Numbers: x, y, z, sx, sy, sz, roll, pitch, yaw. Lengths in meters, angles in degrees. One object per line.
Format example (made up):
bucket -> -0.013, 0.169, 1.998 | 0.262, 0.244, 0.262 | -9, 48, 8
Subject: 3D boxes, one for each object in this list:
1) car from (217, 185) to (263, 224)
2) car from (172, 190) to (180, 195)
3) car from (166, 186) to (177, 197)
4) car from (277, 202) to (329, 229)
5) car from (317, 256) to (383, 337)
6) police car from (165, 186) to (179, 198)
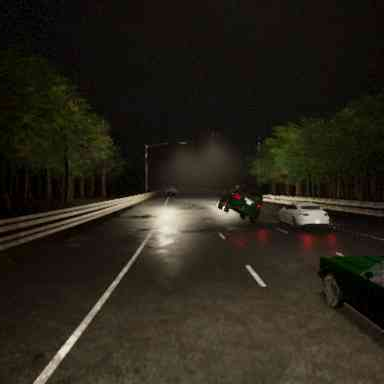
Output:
car -> 3.324, 0.741, 23.093 | 2.150, 2.045, 5.566 | 25, -1, -2
car -> -4.580, 0.108, 93.741 | 2.033, 1.411, 5.357 | 0, 1, -3
car -> -4.297, -0.132, 69.348 | 2.150, 2.045, 5.566 | 0, 0, -3
car -> 6.593, 1.347, 20.058 | 1.812, 1.442, 4.674 | 0, 1, -2
car -> 3.537, 1.561, 4.796 | 1.895, 1.301, 4.718 | 0, 0, -1
police car -> -3.736, 0.157, 59.447 | 1.930, 1.638, 5.238 | 0, 0, -3
